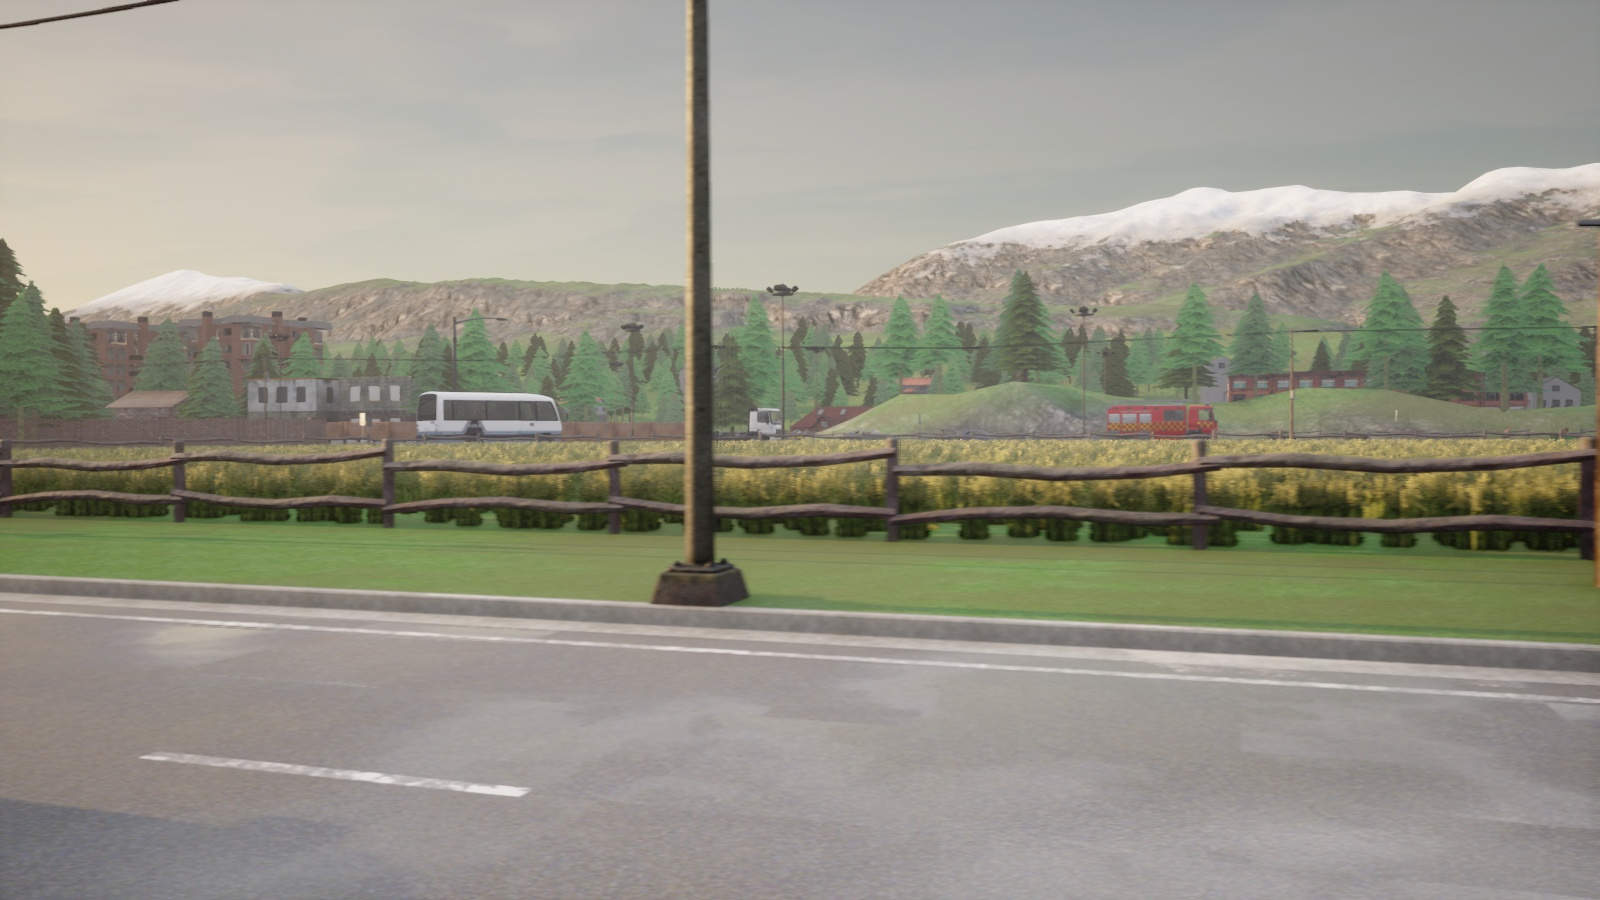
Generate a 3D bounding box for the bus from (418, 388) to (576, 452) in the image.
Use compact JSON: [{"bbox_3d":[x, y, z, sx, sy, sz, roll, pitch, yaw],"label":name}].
[{"bbox_3d":[-21.300,-2.054,88.910,10.273,4.253,3.944,-1,1,-43],"label":"bus"}]
